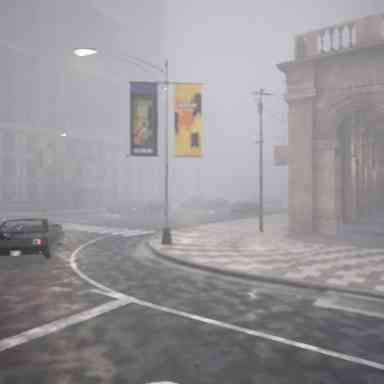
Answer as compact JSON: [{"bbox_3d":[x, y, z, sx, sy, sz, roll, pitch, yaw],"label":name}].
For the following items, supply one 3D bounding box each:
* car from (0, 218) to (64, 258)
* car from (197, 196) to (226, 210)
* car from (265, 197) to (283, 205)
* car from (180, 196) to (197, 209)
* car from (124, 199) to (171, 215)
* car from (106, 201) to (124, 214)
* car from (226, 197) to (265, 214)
[{"bbox_3d":[-6.052,1.618,12.498,1.895,1.301,4.718,0,0,-15],"label":"car"},{"bbox_3d":[3.149,1.510,44.479,1.882,1.535,5.008,0,1,36],"label":"car"},{"bbox_3d":[14.812,1.631,60.507,1.895,1.301,4.718,0,0,36],"label":"car"},{"bbox_3d":[0.354,1.388,46.577,2.097,1.767,4.553,0,0,36],"label":"car"},{"bbox_3d":[-4.197,1.524,34.163,2.128,1.511,4.902,0,0,35],"label":"car"},{"bbox_3d":[-6.863,1.585,36.480,2.033,1.411,5.357,0,0,34],"label":"car"},{"bbox_3d":[5.793,1.585,35.811,1.994,1.385,4.181,0,0,35],"label":"car"}]
